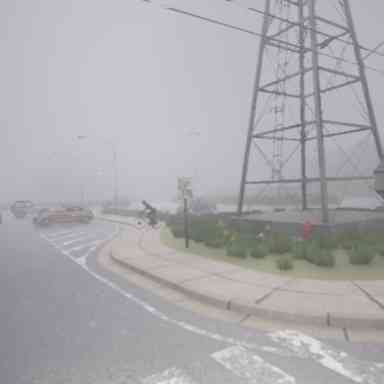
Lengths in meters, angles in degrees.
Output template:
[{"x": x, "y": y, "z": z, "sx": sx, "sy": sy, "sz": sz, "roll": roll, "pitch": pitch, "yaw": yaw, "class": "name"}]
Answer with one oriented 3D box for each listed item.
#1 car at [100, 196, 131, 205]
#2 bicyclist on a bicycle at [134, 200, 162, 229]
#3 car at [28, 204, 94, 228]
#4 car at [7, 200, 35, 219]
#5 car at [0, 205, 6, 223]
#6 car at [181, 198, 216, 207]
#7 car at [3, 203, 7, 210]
[{"x": -11.856, "y": 1.504, "z": 51.709, "sx": 4.605, "sy": 1.855, "sz": 1.932, "roll": -2, "pitch": 0, "yaw": -33, "class": "car"}, {"x": -2.530, "y": 1.299, "z": 18.923, "sx": 1.656, "sy": 1.620, "sz": 0.582, "roll": -3, "pitch": 0, "yaw": 1, "class": "bicyclist on a bicycle"}, {"x": -9.626, "y": 1.754, "z": 24.945, "sx": 4.193, "sy": 1.474, "sz": 1.816, "roll": -2, "pitch": 0, "yaw": -33, "class": "car"}, {"x": -17.435, "y": 1.812, "z": 35.952, "sx": 3.866, "sy": 1.878, "sz": 1.905, "roll": -2, "pitch": 0, "yaw": -33, "class": "car"}, {"x": -18.258, "y": 2.164, "z": 29.977, "sx": 1.895, "sy": 1.301, "sz": 4.718, "roll": -2, "pitch": 0, "yaw": -33, "class": "car"}, {"x": 0.516, "y": 1.324, "z": 32.939, "sx": 3.905, "sy": 1.438, "sz": 1.784, "roll": -2, "pitch": 0, "yaw": -33, "class": "car"}, {"x": -30.579, "y": 2.393, "z": 56.270, "sx": 4.611, "sy": 1.667, "sz": 2.242, "roll": -2, "pitch": 0, "yaw": -33, "class": "car"}]
